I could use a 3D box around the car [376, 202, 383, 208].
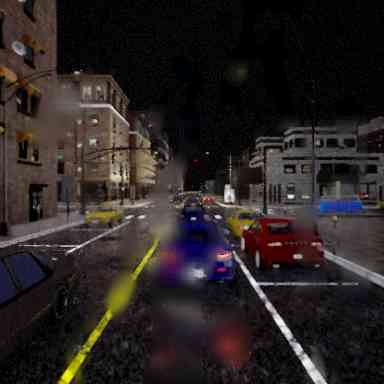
[{"bbox_3d":[25.480,1.372,41.289,4.829,1.417,1.752,0,1,0],"label":"car"}]

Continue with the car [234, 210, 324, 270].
[{"bbox_3d":[2.683,1.492,10.664,1.887,1.381,4.507,0,0,0],"label":"car"}]

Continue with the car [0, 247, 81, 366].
[{"bbox_3d":[-3.101,1.525,4.327,2.033,1.411,5.357,0,0,0],"label":"car"}]

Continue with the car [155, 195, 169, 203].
[{"bbox_3d":[-5.706,1.294,60.212,2.008,1.369,4.403,0,0,0],"label":"car"}]

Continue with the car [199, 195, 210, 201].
[{"bbox_3d":[2.672,1.255,71.620,2.008,1.369,4.403,0,0,0],"label":"car"}]

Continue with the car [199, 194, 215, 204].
[{"bbox_3d":[2.675,1.203,54.529,1.967,1.590,4.097,0,0,0],"label":"car"}]

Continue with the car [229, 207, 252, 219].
[{"bbox_3d":[2.682,1.446,16.531,1.752,1.417,4.829,0,0,0],"label":"car"}]

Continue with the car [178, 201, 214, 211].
[{"bbox_3d":[0.097,1.466,20.640,1.994,1.385,4.181,0,0,0],"label":"car"}]

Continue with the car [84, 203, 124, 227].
[{"bbox_3d":[-5.700,1.422,21.890,1.752,1.417,4.829,0,0,0],"label":"car"}]

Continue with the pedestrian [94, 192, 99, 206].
[{"bbox_3d":[-12.638,0.871,43.938,0.375,1.860,0.375,0,1,0],"label":"pedestrian"}]

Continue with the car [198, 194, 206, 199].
[{"bbox_3d":[2.670,1.202,88.710,2.008,1.369,4.403,-1,0,0],"label":"car"}]

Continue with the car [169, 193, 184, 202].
[{"bbox_3d":[-3.011,1.252,69.443,2.033,1.411,5.357,0,0,0],"label":"car"}]

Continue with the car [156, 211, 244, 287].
[{"bbox_3d":[0.101,1.481,9.067,1.812,1.442,4.674,0,0,0],"label":"car"}]

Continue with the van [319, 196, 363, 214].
[{"bbox_3d":[14.653,1.257,32.825,3.998,1.788,1.690,0,1,0],"label":"van"}]

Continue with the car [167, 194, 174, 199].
[{"bbox_3d":[-5.711,1.177,88.525,1.752,1.417,4.829,0,0,0],"label":"car"}]

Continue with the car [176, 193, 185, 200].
[{"bbox_3d":[-3.015,1.123,85.052,2.128,1.511,4.902,0,0,0],"label":"car"}]
